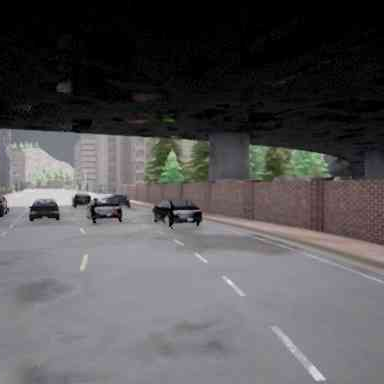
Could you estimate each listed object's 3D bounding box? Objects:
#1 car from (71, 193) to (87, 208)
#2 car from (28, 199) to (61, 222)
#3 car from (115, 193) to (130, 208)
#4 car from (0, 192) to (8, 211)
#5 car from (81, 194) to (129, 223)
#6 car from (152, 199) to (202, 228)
[{"bbox_3d":[-12.113,0.866,36.558,1.882,1.535,5.008,-1,1,-23],"label":"car"},{"bbox_3d":[-10.154,1.165,23.025,2.033,1.411,5.357,0,1,-23],"label":"car"},{"bbox_3d":[-7.936,0.900,35.726,1.837,1.490,4.892,0,0,-23],"label":"car"},{"bbox_3d":[-13.764,0.703,22.565,2.097,1.767,4.553,-1,1,-24],"label":"car"},{"bbox_3d":[-5.867,1.120,22.010,2.128,1.511,4.902,0,1,-23],"label":"car"},{"bbox_3d":[-0.987,1.160,19.302,2.128,1.511,4.902,0,1,-21],"label":"car"}]
